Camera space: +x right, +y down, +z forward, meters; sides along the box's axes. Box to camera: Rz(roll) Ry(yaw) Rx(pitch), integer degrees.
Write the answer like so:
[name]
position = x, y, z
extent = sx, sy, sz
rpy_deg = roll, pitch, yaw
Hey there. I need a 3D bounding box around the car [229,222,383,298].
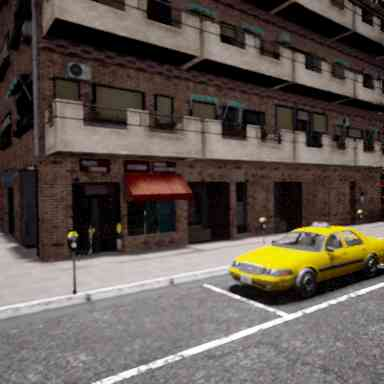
[car]
position = 3.081, 1.465, 8.311
extent = 4.829, 1.417, 1.752
rpy_deg = -1, 0, -36
